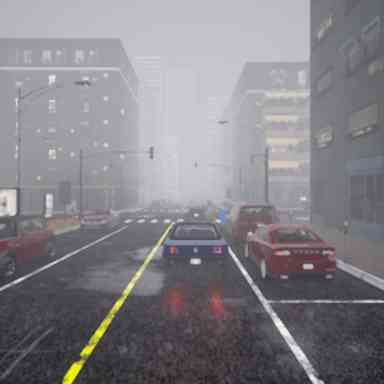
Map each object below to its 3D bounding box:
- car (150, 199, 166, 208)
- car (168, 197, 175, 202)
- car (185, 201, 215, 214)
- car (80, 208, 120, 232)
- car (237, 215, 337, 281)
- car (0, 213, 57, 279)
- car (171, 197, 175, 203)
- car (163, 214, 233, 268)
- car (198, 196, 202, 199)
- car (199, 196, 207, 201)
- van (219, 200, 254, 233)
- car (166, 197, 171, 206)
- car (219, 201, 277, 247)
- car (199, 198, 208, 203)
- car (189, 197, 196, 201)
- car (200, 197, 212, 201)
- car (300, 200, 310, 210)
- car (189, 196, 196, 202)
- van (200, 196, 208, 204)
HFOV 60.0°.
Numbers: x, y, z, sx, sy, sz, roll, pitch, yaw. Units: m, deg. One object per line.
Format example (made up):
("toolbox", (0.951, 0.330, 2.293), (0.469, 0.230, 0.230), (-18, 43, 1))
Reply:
("car", (-5.662, 1.883, 53.394), (1.947, 1.339, 4.313), (0, 0, 0))
("car", (-5.636, 2.150, 92.058), (1.802, 1.307, 4.206), (0, 0, 0))
("car", (0.617, 1.721, 27.079), (1.994, 1.385, 4.181), (0, 0, 8))
("car", (-5.683, 1.704, 20.989), (1.802, 1.307, 4.206), (0, 0, 0))
("car", (2.691, 1.602, 9.927), (1.887, 1.381, 4.507), (0, 0, 0))
("car", (-5.691, 1.498, 9.934), (1.967, 1.590, 4.097), (0, 0, 0))
("car", (-5.644, 2.040, 81.011), (1.887, 1.381, 4.507), (0, 0, 0))
("car", (0.108, 1.667, 11.529), (1.895, 1.301, 4.718), (0, 0, 0))
("car", (2.730, 1.967, 69.946), (1.887, 1.381, 4.507), (0, 0, 0))
("car", (2.723, 1.917, 58.900), (1.947, 1.339, 4.313), (0, 0, 0))
("van", (2.696, 1.462, 20.984), (1.690, 1.788, 3.998), (0, 0, 0))
("car", (-5.655, 1.953, 64.441), (1.947, 1.339, 4.313), (0, 0, 0))
("car", (2.693, 1.404, 15.456), (2.192, 1.841, 5.009), (0, 0, 0))
("car", (2.737, 2.060, 80.993), (1.947, 1.339, 4.313), (0, 0, 0))
("car", (0.054, 2.035, 82.417), (2.033, 1.411, 5.357), (0, 0, 0))
("car", (2.719, 1.898, 53.376), (1.802, 1.307, 4.206), (0, 0, 0))
("car", (15.786, 1.268, 40.510), (5.009, 1.841, 2.192), (-1, 1, 0))
("car", (0.061, 1.958, 92.840), (1.994, 1.385, 4.181), (0, 0, 0))
("van", (2.732, 1.799, 75.471), (1.690, 1.788, 3.998), (0, 0, 0))
